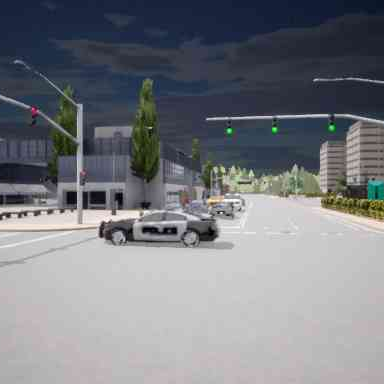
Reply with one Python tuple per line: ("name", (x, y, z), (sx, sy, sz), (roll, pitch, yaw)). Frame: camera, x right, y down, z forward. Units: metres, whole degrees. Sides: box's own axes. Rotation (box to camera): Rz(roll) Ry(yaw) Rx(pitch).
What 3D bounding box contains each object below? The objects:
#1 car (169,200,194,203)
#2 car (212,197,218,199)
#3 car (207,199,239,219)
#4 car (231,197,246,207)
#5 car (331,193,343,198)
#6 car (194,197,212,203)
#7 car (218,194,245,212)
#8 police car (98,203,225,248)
("car", (-1.382, 1.525, 26.381), (1.812, 1.442, 4.674), (0, 0, 11))
("car", (3.580, 1.476, 51.427), (1.882, 1.535, 5.008), (0, 0, 12))
("car", (2.788, 1.563, 29.404), (1.994, 1.385, 4.181), (0, 0, 11))
("car", (7.337, 1.563, 52.322), (1.994, 1.385, 4.181), (0, 0, 11))
("car", (32.994, 1.155, 72.116), (3.866, 1.878, 1.905), (0, 0, 10))
("car", (0.700, 1.525, 36.895), (1.812, 1.442, 4.674), (0, 0, 11))
("car", (4.786, 1.221, 39.527), (2.150, 2.045, 5.566), (0, 0, 11))
("police car", (-1.391, 1.425, 14.352), (5.238, 1.638, 1.930), (0, 0, 10))
